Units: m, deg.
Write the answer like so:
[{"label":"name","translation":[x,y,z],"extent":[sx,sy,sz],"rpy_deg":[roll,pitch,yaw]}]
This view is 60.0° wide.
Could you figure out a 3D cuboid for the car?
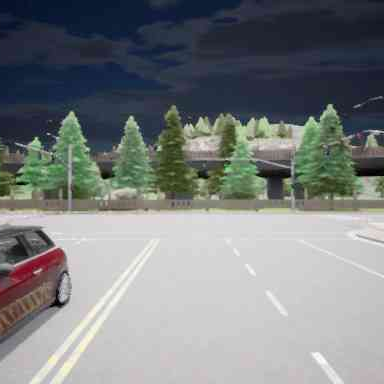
[{"label":"car","translation":[-3.586,1.392,5.066],"extent":[2.097,1.767,4.553],"rpy_deg":[0,-1,0]}]
